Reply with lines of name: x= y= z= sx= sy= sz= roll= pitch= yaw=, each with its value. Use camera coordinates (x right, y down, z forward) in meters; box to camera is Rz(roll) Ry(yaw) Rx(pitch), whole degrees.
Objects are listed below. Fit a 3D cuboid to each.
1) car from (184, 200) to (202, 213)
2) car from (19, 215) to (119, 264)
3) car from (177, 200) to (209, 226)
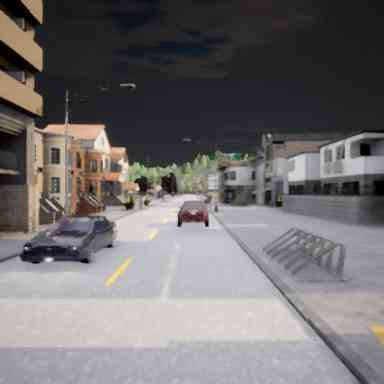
car: x=0.091 y=1.605 z=37.984 sx=1.895 sy=1.301 sz=4.718 roll=0 pitch=0 yaw=0
car: x=-4.065 y=1.549 z=12.114 sx=2.033 sy=1.411 sz=5.357 roll=0 pitch=0 yaw=0
car: x=0.088 y=1.355 z=23.322 sx=2.097 sy=1.767 sz=4.553 roll=0 pitch=0 yaw=0
